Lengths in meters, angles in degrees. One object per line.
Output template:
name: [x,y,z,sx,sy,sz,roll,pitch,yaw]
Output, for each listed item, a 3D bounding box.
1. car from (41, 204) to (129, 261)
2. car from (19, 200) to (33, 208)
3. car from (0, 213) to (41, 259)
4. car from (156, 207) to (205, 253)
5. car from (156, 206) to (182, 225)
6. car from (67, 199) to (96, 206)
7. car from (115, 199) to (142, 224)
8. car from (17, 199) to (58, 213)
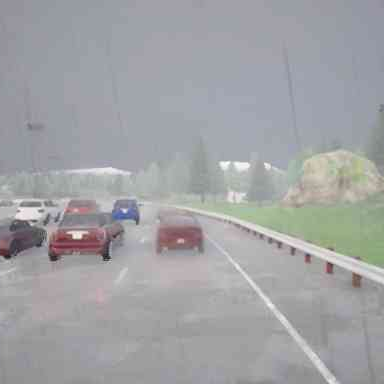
car: [-3.980,1.535,13.290,2.097,1.767,4.553,0,-1,-4]
car: [-33.113,2.378,66.481,1.882,1.535,5.008,0,-1,-20]
car: [-7.495,1.758,13.427,1.994,1.385,4.181,0,-1,-4]
car: [-0.565,1.673,14.692,1.882,1.535,5.008,0,0,-4]
car: [-2.100,1.987,29.019,1.895,1.301,4.718,0,-1,-8]
car: [-8.985,1.606,27.746,2.150,2.045,5.566,0,-1,-8]
car: [-5.512,1.605,28.176,2.150,2.045,5.566,0,0,-8]
car: [-12.457,1.608,27.311,2.150,2.045,5.566,0,0,-8]
